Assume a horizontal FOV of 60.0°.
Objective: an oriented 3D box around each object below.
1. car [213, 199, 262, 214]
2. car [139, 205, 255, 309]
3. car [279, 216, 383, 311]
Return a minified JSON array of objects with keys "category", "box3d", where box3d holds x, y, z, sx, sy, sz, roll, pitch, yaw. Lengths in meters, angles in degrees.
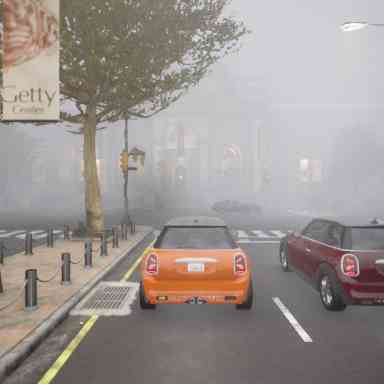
[{"category":"car","box3d":[4.466,1.491,32.986,4.902,1.511,2.128,0,0,0]},{"category":"car","box3d":[0.084,1.352,8.003,2.097,1.767,4.553,0,0,0]},{"category":"car","box3d":[3.584,1.352,7.907,2.097,1.767,4.553,0,0,0]}]
